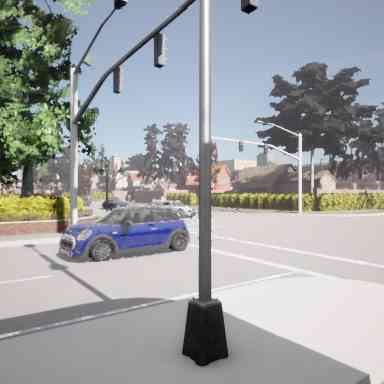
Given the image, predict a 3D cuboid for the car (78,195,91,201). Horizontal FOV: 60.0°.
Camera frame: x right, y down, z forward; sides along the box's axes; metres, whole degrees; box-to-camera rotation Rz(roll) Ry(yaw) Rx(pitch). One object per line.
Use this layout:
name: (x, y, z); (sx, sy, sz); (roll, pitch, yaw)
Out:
car: (-17.392, 1.352, 52.137); (2.097, 1.767, 4.553); (0, 0, -36)

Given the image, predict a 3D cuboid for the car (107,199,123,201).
car: (-9.475, 1.546, 41.177); (2.033, 1.411, 5.357); (0, 0, -36)

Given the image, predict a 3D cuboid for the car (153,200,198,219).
car: (-1.597, 1.525, 30.303); (1.812, 1.442, 4.674); (0, 0, -36)

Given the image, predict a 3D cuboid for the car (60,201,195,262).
car: (-2.363, 1.352, 12.193); (4.553, 1.767, 2.097); (0, 0, -38)
